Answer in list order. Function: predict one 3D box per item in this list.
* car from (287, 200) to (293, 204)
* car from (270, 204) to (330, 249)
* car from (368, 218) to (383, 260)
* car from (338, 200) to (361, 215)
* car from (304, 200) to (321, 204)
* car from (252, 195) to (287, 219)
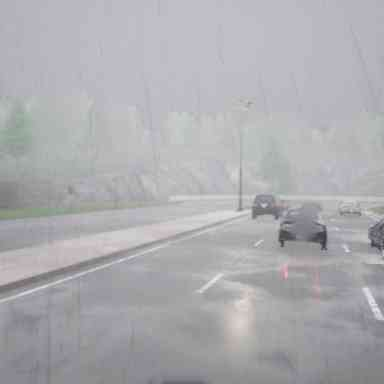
[{"bbox_3d":[10.810,1.577,39.512,2.033,1.411,5.357,0,0,21],"label":"car"},{"bbox_3d":[4.992,1.507,14.766,2.128,1.511,4.902,0,0,21],"label":"car"},{"bbox_3d":[7.676,1.585,11.996,2.033,1.411,5.357,0,0,21],"label":"car"},{"bbox_3d":[16.346,1.598,34.498,1.812,1.442,4.674,0,0,21],"label":"car"},{"bbox_3d":[11.558,1.547,31.834,1.837,1.490,4.892,0,0,21],"label":"car"},{"bbox_3d":[6.694,1.235,28.940,2.150,2.045,5.566,0,0,21],"label":"car"}]
